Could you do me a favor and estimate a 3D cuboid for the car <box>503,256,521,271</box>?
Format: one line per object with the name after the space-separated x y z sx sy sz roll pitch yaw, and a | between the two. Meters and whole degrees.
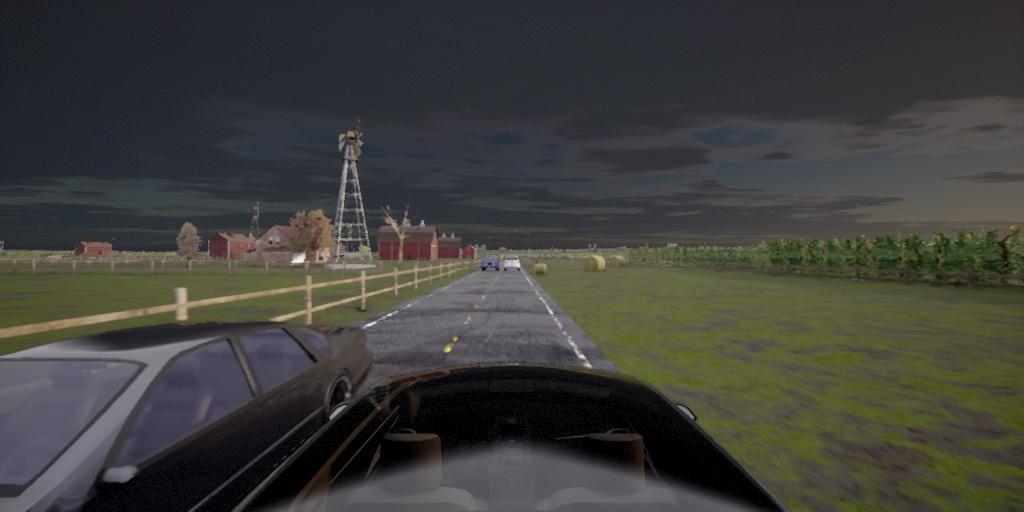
0.016 0.975 49.272 2.150 2.045 5.566 0 0 0 | car

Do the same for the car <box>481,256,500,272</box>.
-2.811 0.975 47.671 2.150 2.045 5.566 0 0 0 | car

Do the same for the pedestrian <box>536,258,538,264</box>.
2.831 1.046 41.014 0.375 1.860 0.375 -1 1 4 | pedestrian

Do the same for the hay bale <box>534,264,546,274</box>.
3.131 1.401 39.912 1.220 1.180 1.240 0 0 0 | hay bale

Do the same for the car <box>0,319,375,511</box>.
-2.848 1.297 2.758 2.033 1.411 5.357 0 0 0 | car
